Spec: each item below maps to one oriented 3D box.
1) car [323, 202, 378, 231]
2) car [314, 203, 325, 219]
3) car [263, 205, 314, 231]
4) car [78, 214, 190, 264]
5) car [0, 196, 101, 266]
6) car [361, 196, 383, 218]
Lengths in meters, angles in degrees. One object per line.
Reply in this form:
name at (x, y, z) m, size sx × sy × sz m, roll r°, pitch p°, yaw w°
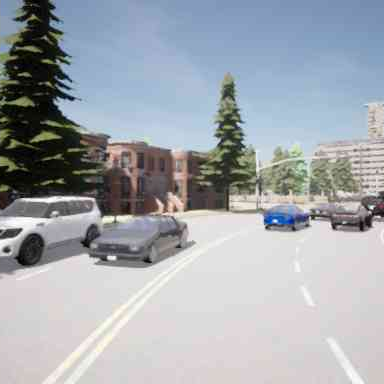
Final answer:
car at (10.339, 1.610, 21.462) m, size 2.128 × 1.511 × 4.902 m, roll 1°, pitch 0°, yaw 36°
car at (11.793, 1.687, 29.145) m, size 2.033 × 1.411 × 5.357 m, roll 1°, pitch 0°, yaw 38°
car at (6.153, 1.556, 21.399) m, size 1.882 × 1.535 × 5.008 m, roll 1°, pitch 0°, yaw 32°
car at (-1.590, 1.544, 12.242) m, size 2.033 × 1.411 × 5.357 m, roll 1°, pitch 0°, yaw 16°
car at (-5.295, 1.184, 11.866) m, size 2.150 × 2.045 × 5.566 m, roll 0°, pitch 0°, yaw 15°
car at (16.232, 1.403, 29.110) m, size 2.150 × 2.045 × 5.566 m, roll 1°, pitch 0°, yaw 38°
